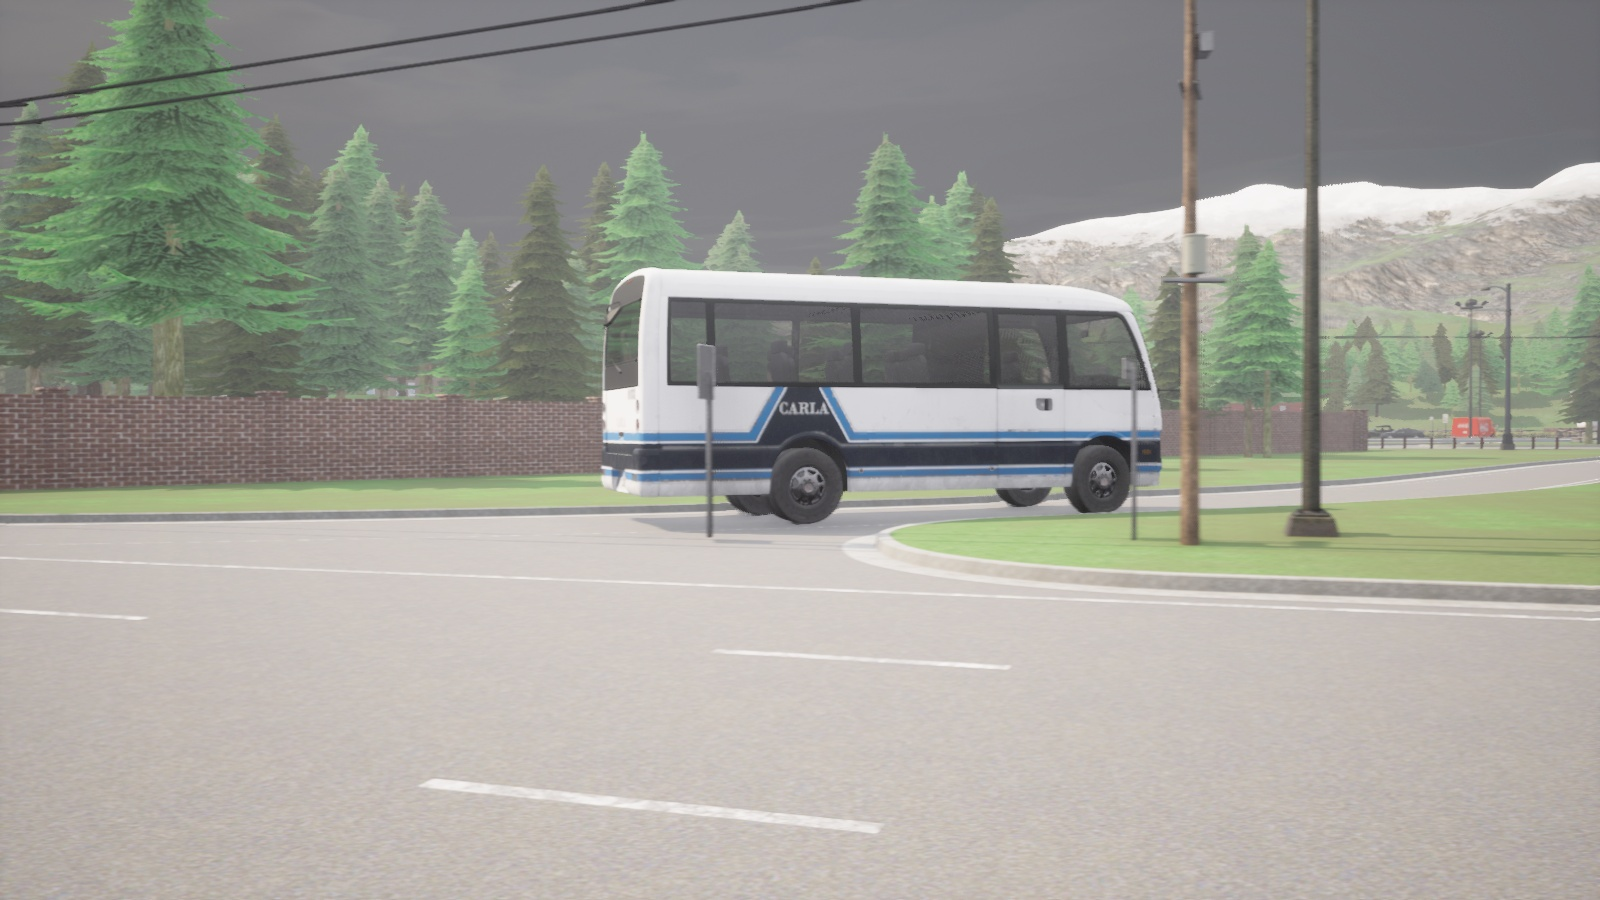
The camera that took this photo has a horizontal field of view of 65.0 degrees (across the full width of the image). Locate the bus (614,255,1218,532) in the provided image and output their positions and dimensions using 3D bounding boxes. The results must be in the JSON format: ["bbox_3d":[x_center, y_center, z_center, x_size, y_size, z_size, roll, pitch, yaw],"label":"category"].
[{"bbox_3d":[2.090,-0.910,22.943,10.273,4.253,3.944,0,1,-20],"label":"bus"}]
